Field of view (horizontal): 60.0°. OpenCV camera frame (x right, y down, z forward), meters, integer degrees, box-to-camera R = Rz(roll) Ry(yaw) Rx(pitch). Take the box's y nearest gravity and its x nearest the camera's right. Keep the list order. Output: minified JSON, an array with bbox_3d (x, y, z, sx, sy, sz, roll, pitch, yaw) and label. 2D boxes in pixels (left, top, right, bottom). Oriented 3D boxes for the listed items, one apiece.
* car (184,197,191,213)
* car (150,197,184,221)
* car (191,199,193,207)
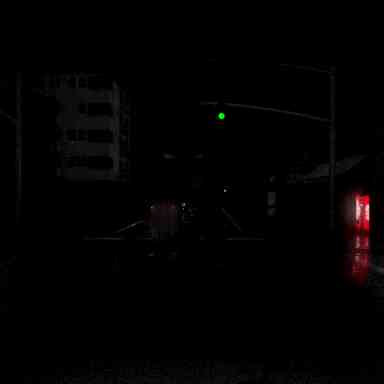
[{"bbox_3d":[-1.568,1.352,37.319,2.097,1.767,4.553,0,0,3],"label":"car"},{"bbox_3d":[-2.086,1.352,27.380,2.097,1.767,4.553,0,0,3],"label":"car"},{"bbox_3d":[-0.892,1.505,49.580,1.837,1.490,4.892,0,0,4],"label":"car"}]
